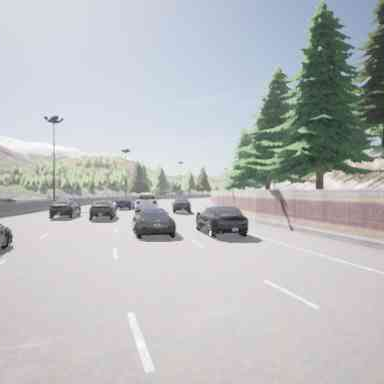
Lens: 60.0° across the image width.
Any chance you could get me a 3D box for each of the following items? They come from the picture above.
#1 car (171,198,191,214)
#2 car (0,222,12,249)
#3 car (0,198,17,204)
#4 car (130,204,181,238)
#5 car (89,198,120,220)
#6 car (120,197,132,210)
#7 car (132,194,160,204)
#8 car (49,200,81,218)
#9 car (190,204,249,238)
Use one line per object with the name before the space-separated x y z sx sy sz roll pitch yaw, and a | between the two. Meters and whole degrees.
car | -1.118 1.462 35.448 1.837 1.490 4.892 0 -1 -5
car | -7.888 1.551 11.747 1.994 1.385 4.181 0 0 -14
car | -22.589 1.465 39.533 1.837 1.490 4.892 0 -1 -2
car | -2.081 1.543 17.683 1.994 1.385 4.181 0 0 -12
car | -7.341 1.471 27.753 1.837 1.490 4.892 0 -1 -8
car | -8.463 1.431 42.277 1.882 1.535 5.008 0 0 -2
car | -4.598 1.183 34.689 2.150 2.045 5.566 0 0 -4
car | -11.064 1.472 29.254 1.837 1.490 4.892 0 0 -7
car | 1.468 1.484 17.783 1.837 1.490 4.892 0 0 -12
